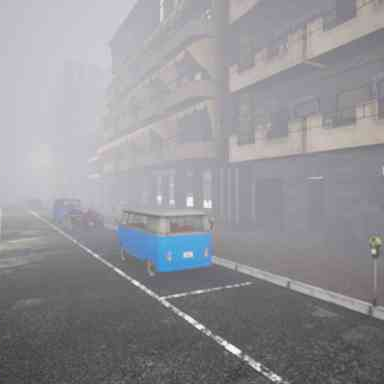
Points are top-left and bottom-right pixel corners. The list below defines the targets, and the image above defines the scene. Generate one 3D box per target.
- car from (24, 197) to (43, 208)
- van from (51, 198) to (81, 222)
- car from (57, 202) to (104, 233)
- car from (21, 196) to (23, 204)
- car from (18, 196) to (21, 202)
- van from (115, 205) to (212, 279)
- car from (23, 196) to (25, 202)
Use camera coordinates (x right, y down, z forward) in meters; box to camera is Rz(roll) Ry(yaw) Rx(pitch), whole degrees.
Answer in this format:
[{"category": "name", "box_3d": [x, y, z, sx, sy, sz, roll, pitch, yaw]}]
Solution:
[{"category": "car", "box_3d": [-22.828, 1.581, 48.380, 1.947, 1.339, 4.313, 0, 0, -30]}, {"category": "van", "box_3d": [-9.191, 1.342, 24.366, 1.690, 1.788, 3.998, 0, 0, -30]}, {"category": "car", "box_3d": [-6.464, 1.544, 19.564, 1.887, 1.381, 4.507, 0, 0, -30]}, {"category": "car", "box_3d": [-28.368, 1.553, 58.132, 1.752, 1.417, 4.829, 0, 0, -30]}, {"category": "car", "box_3d": [-33.738, 1.586, 67.589, 1.887, 1.381, 4.507, 0, 0, -30]}, {"category": "van", "box_3d": [-1.010, 1.339, 9.960, 1.690, 1.788, 3.998, 0, 0, -30]}, {"category": "car", "box_3d": [-25.639, 1.546, 53.329, 1.752, 1.417, 4.829, 0, 0, -30]}]
